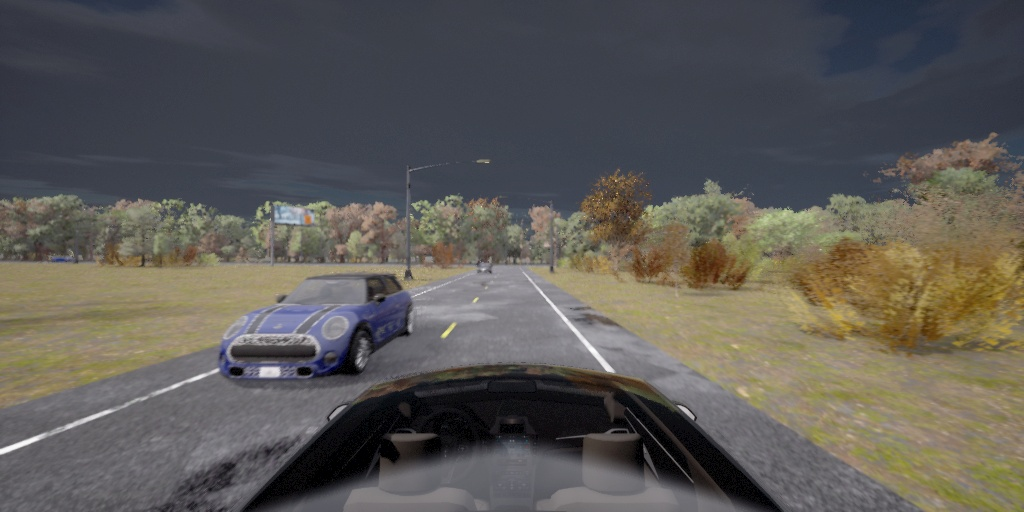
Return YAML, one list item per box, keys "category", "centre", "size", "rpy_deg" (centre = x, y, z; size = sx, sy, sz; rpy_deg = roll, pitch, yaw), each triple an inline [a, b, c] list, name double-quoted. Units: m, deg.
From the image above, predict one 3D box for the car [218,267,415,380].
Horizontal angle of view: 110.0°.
- category: "car"
  centre: [-3.603, 1.152, 7.580]
  size: [2.097, 1.767, 4.553]
  rpy_deg: [0, 0, 0]

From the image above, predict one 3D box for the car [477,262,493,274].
- category: "car"
  centre: [-3.601, 1.611, 47.798]
  size: [2.128, 1.511, 4.902]
  rpy_deg: [0, 0, 0]
